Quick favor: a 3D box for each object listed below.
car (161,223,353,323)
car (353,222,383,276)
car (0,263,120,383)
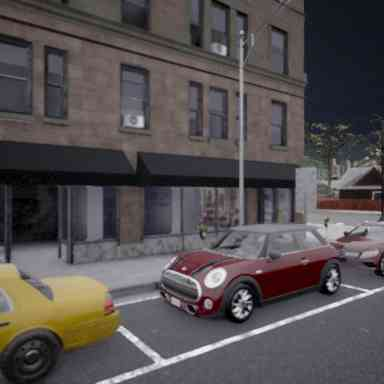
[{"bbox_3d":[1.336,1.456,7.137,4.097,1.590,1.967,0,0,-35],"label":"car"},{"bbox_3d":[5.831,1.613,10.339,4.206,1.307,1.802,0,0,-35],"label":"car"},{"bbox_3d":[-3.298,1.525,3.837,4.829,1.417,1.752,0,0,-35],"label":"car"}]
